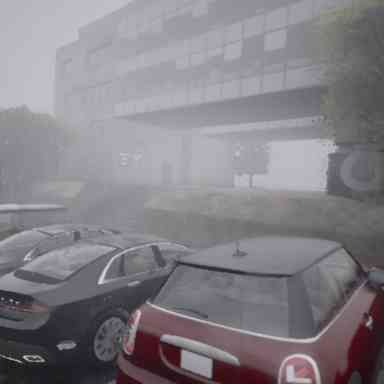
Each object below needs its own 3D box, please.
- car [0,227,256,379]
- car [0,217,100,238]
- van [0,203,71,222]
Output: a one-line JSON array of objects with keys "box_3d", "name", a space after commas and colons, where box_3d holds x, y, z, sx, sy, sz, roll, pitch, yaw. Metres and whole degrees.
[{"box_3d": [-0.990, 1.513, 5.982, 2.231, 1.521, 4.892, -1, 0, 36], "name": "car"}, {"box_3d": [-3.258, 1.534, 7.615, 2.231, 1.521, 4.892, -1, 0, 36], "name": "car"}, {"box_3d": [-5.604, 1.328, 9.138, 1.878, 1.987, 4.442, -1, 0, 36], "name": "van"}]
